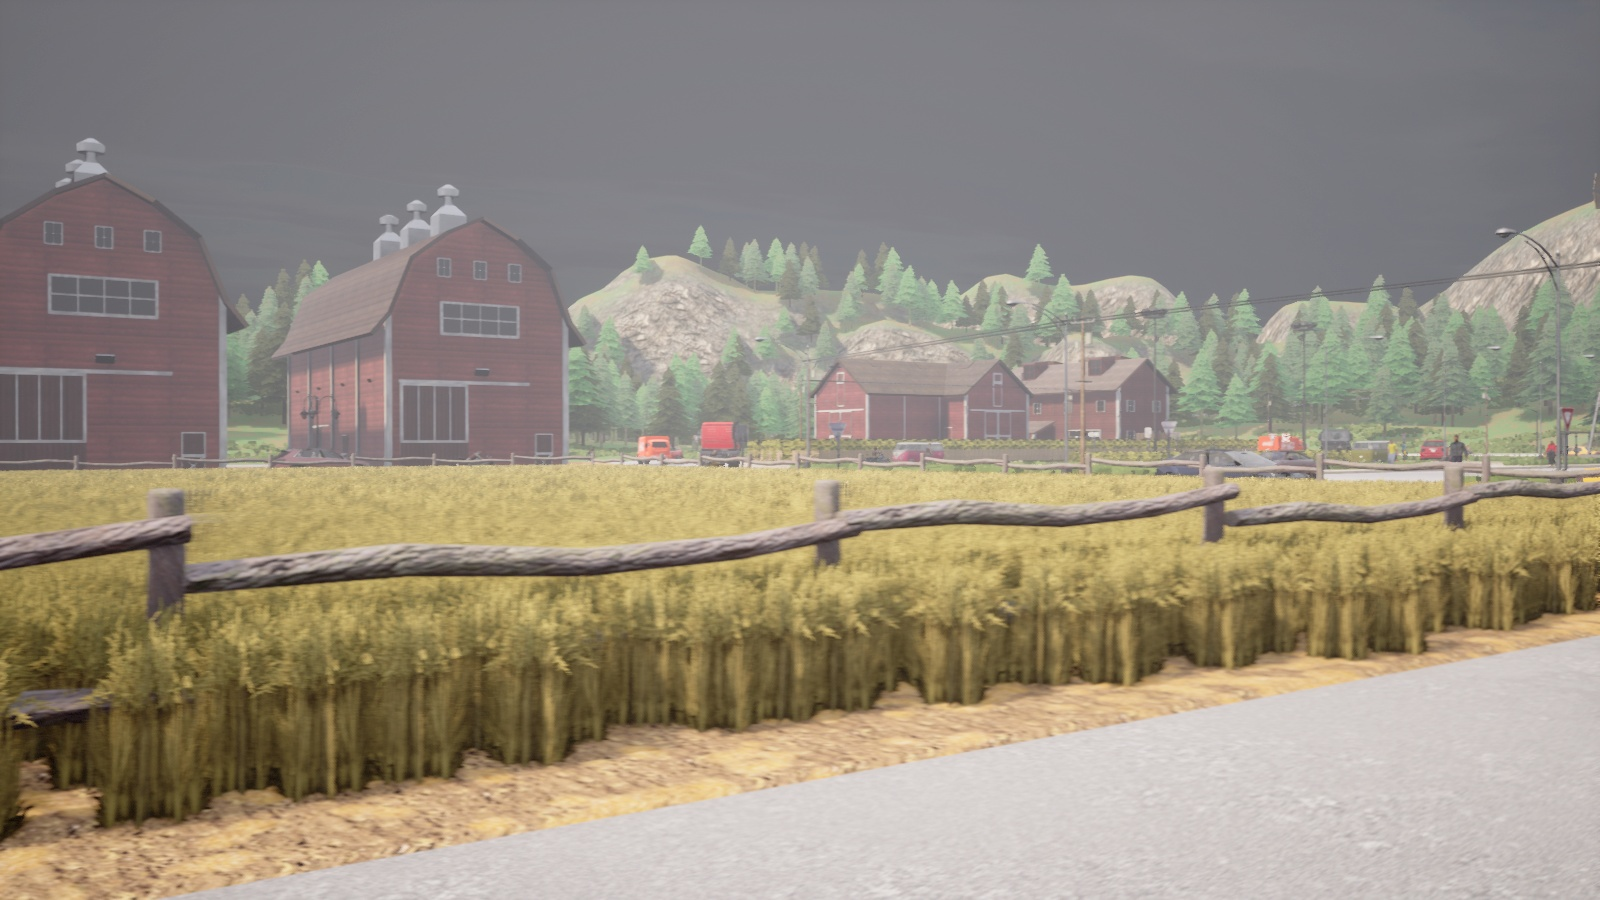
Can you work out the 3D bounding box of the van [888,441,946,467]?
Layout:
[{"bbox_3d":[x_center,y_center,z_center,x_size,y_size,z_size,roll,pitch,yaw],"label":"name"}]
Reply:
[{"bbox_3d":[9.224,0.339,98.749,4.442,1.987,1.775,-1,0,-35],"label":"van"}]

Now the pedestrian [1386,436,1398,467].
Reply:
[{"bbox_3d":[35.148,0.076,74.598,0.706,1.836,0.354,-1,0,-38],"label":"pedestrian"}]

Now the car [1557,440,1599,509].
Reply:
[{"bbox_3d":[19.937,0.546,27.592,1.801,1.575,5.366,-1,0,-35],"label":"car"}]

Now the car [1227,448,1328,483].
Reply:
[{"bbox_3d":[20.147,0.632,52.953,4.181,1.385,1.994,-1,0,-36],"label":"car"}]

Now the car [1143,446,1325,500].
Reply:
[{"bbox_3d":[12.916,0.646,37.634,2.163,1.488,4.792,-1,0,-35],"label":"car"}]

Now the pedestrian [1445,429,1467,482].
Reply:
[{"bbox_3d":[24.358,0.200,46.623,0.788,1.949,0.423,-1,0,-36],"label":"pedestrian"}]

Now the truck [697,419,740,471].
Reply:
[{"bbox_3d":[-5.709,-0.348,89.020,2.891,3.462,7.936,0,0,-3],"label":"truck"}]

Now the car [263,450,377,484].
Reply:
[{"bbox_3d":[-23.573,0.820,61.785,4.856,1.649,2.033,0,0,-38],"label":"car"}]
